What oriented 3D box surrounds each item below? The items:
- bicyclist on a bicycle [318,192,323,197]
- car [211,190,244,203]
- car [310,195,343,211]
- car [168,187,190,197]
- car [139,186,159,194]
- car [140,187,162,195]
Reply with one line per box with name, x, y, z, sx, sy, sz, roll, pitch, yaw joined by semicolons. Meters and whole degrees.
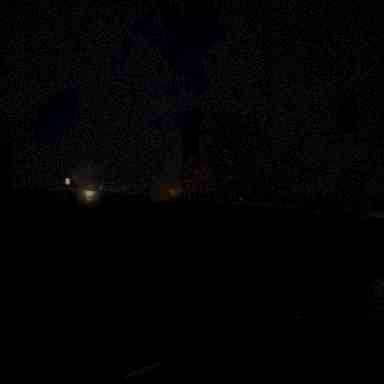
bicyclist on a bicycle;14.563;0.825;37.750;1.656;1.620;0.582;1;1;-36
car;4.444;0.488;41.614;2.128;1.511;4.902;0;2;-36
car;12.952;1.026;29.713;2.128;1.511;4.902;0;2;-36
car;-2.276;-0.063;55.987;1.882;1.535;5.008;0;2;-35
car;-8.372;-0.329;64.424;1.994;1.385;4.181;0;2;-36
car;-7.214;-0.154;58.078;2.033;1.411;5.357;0;2;-36
